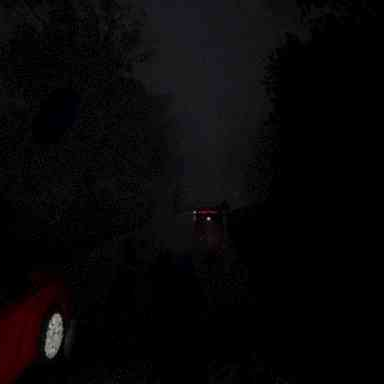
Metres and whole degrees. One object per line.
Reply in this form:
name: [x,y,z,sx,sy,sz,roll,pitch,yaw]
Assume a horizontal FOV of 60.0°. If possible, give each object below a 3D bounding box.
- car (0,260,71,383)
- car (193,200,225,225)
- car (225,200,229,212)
car: [-2.775,1.468,2.976,1.882,1.535,5.008,0,0,1]
car: [1.352,1.566,24.849,1.837,1.490,4.892,0,-1,5]
car: [3.721,1.790,42.837,2.128,1.511,4.902,0,-1,9]
